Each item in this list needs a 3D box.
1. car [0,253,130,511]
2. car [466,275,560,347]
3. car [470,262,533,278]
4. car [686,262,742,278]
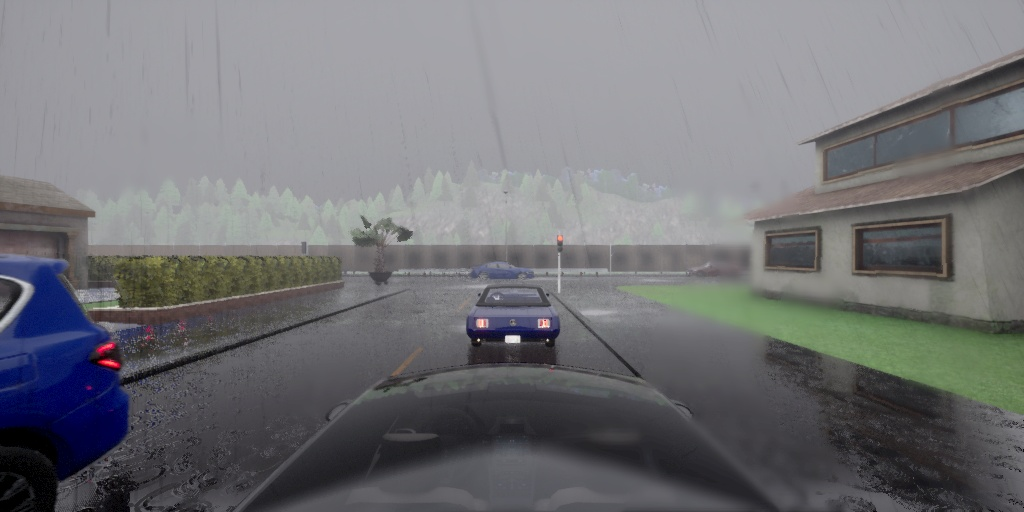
[{"bbox_3d":[-4.090,0.971,0.441,2.150,2.045,5.566,0,0,0],"label":"car"},{"bbox_3d":[0.041,1.351,9.273,1.895,1.301,4.718,0,0,1],"label":"car"},{"bbox_3d":[-0.810,1.227,28.796,5.008,1.535,1.882,0,0,0],"label":"car"},{"bbox_3d":[18.529,1.276,32.999,4.674,1.442,1.812,0,0,-1],"label":"car"}]
